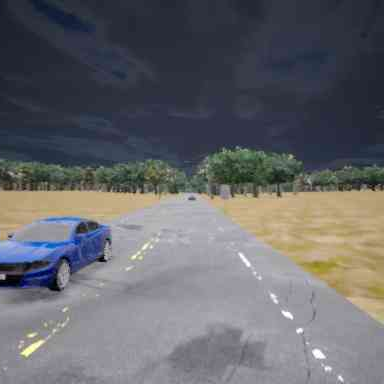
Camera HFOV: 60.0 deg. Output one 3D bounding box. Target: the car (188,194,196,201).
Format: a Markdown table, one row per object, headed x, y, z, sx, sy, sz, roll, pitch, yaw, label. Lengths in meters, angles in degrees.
| x | y | z | sx | sy | sz | roll | pitch | yaw | label |
| --- | --- | --- | --- | --- | --- | --- | --- | --- | --- |
| -0.005 | 1.491 | 80.849 | 1.895 | 1.301 | 4.718 | 0 | 0 | 0 | car |

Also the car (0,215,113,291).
| x | y | z | sx | sy | sz | roll | pitch | yaw | label |
| --- | --- | --- | --- | --- | --- | --- | --- | --- | --- |
| -3.731 | 1.454 | 9.256 | 1.882 | 1.535 | 5.008 | 0 | 0 | 4 | car |

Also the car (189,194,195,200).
| x | y | z | sx | sy | sz | roll | pitch | yaw | label |
| --- | --- | --- | --- | --- | --- | --- | --- | --- | --- |
| -0.005 | 1.275 | 90.838 | 1.812 | 1.442 | 4.674 | 0 | 0 | 0 | car |
